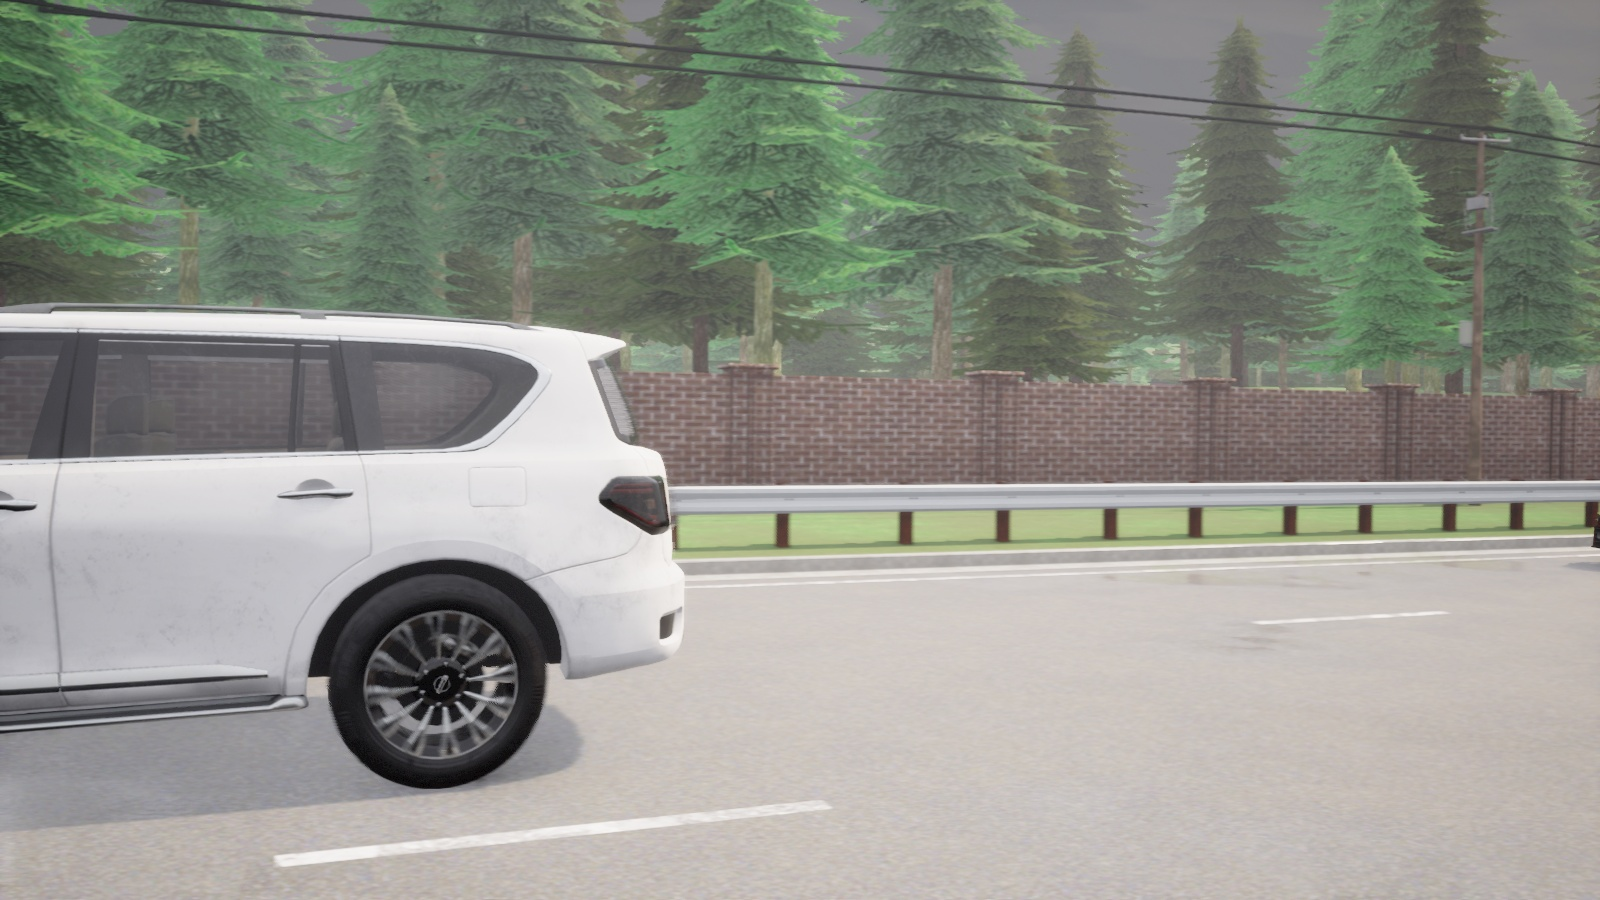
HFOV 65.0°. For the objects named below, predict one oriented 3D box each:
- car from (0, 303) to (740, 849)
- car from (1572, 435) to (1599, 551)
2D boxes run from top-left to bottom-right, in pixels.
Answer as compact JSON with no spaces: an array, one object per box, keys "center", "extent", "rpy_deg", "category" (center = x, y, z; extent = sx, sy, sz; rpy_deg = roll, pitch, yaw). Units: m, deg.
[{"center":[-3.266,0.459,5.739],"extent":[5.566,2.045,2.150],"rpy_deg":[-1,1,-21],"category":"car"},{"center":[11.780,0.490,15.208],"extent":[4.181,1.385,1.994],"rpy_deg":[-1,1,-21],"category":"car"}]
